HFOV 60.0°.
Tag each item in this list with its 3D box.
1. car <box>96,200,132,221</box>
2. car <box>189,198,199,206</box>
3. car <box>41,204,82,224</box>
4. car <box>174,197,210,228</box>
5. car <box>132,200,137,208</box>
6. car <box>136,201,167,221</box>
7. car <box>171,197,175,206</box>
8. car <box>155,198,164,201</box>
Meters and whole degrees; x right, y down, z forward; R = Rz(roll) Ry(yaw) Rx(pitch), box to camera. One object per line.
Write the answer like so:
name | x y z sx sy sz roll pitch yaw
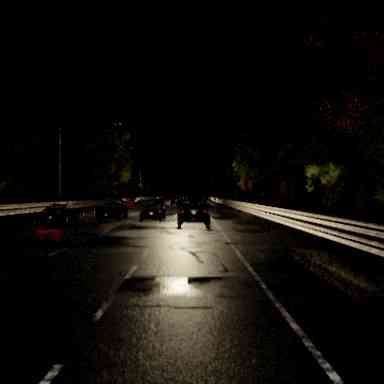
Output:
car | -6.863 1.672 29.036 1.882 1.535 5.008 0 0 0
car | 0.391 2.006 67.550 2.033 1.411 5.357 0 0 0
car | -10.371 1.672 26.773 2.128 1.511 4.902 0 0 0
car | 0.121 1.379 23.453 2.150 2.045 5.566 0 0 0
car | -10.212 1.934 54.461 1.994 1.385 4.181 0 0 1
car | -3.361 1.761 29.400 1.994 1.385 4.181 0 0 0
car | -3.106 1.814 67.879 2.097 1.767 4.553 0 0 0
car | -6.614 2.003 67.047 2.033 1.411 5.357 0 0 0
